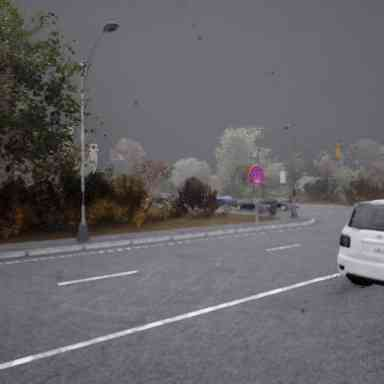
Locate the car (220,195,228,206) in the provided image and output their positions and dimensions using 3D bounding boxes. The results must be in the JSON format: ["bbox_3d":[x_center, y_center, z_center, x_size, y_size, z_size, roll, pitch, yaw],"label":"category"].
[{"bbox_3d":[4.352,1.188,44.152,1.882,1.535,5.008,-1,0,-32],"label":"car"}]

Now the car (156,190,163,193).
[{"bbox_3d":[-9.259,0.497,71.729,2.150,2.045,5.566,-1,2,-37],"label":"car"}]

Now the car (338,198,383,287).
[{"bbox_3d":[5.704,1.136,7.817,5.566,2.045,2.150,-1,1,-36],"label":"car"}]

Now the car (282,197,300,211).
[{"bbox_3d":[9.419,1.214,36.122,2.128,1.511,4.902,-1,0,-32],"label":"car"}]

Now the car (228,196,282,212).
[{"bbox_3d":[6.388,1.248,34.340,2.128,1.511,4.902,-1,0,-33],"label":"car"}]

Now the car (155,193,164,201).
[{"bbox_3d":[-4.190,1.239,51.128,1.994,1.385,4.181,-1,1,-33],"label":"car"}]
